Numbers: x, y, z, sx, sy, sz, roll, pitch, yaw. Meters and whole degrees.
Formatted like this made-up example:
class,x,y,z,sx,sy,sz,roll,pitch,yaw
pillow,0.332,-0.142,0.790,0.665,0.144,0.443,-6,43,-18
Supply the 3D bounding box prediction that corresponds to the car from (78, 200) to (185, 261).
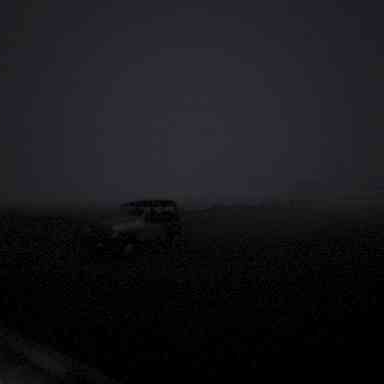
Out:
class,x,y,z,sx,sy,sz,roll,pitch,yaw
car,-1.933,1.240,11.920,1.905,1.878,3.866,0,0,36
